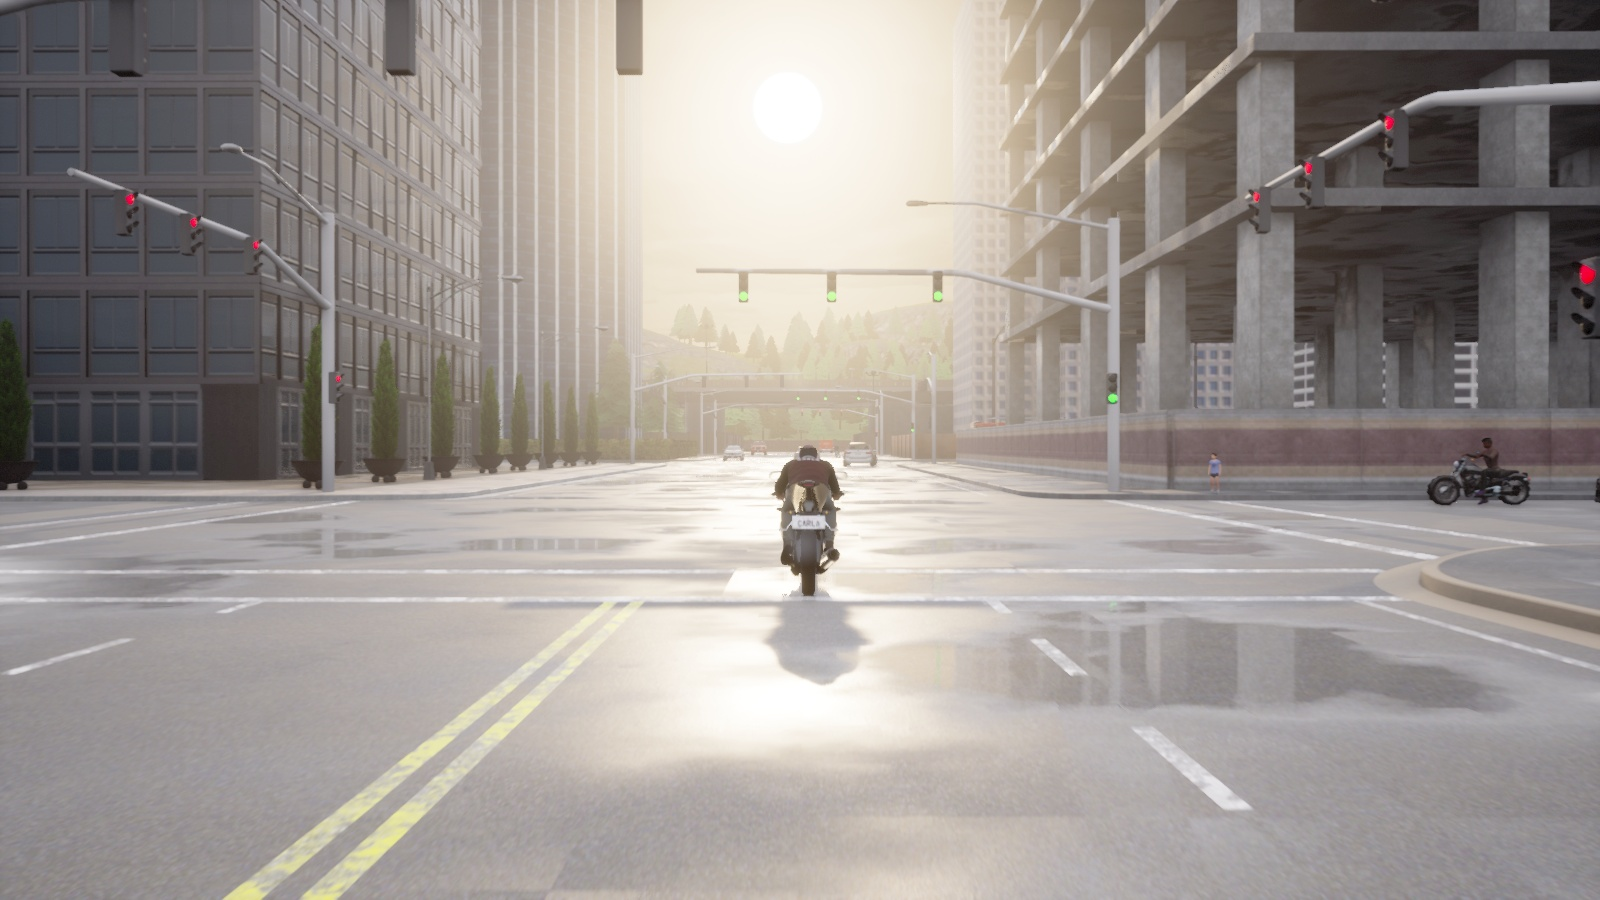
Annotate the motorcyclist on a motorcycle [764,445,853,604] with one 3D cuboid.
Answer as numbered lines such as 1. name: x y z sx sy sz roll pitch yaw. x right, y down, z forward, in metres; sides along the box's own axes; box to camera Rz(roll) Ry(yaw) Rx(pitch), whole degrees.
1. motorcyclist on a motorcycle: 0.089 0.719 13.310 0.866 1.530 2.191 0 1 0

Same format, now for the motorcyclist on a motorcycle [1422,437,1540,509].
1. motorcyclist on a motorcycle: 15.924 0.536 29.412 2.350 1.649 0.766 0 0 0

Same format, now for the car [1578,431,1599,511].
1. car: 19.042 0.446 25.907 4.611 1.667 2.242 0 0 0

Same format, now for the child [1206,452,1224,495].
1. child: 10.728 0.600 32.480 0.394 1.110 0.255 0 0 -30

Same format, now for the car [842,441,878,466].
1. car: 4.291 0.235 89.001 2.242 1.667 4.611 0 0 7
